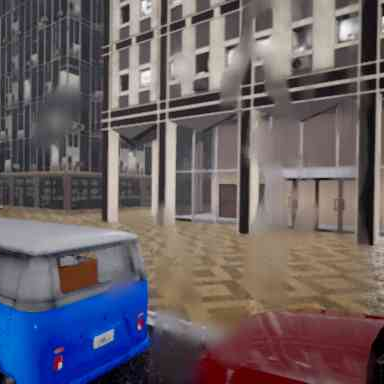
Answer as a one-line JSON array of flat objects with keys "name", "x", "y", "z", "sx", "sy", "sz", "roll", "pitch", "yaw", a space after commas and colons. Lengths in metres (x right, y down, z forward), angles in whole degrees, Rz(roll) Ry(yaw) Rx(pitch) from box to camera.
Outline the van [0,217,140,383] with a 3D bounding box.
[{"name": "van", "x": -2.442, "y": 1.309, "z": 4.605, "sx": 3.998, "sy": 1.788, "sz": 1.690, "roll": 1, "pitch": 1, "yaw": 36}]

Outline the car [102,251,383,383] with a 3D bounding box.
[{"name": "car", "x": 2.184, "y": 1.324, "z": 1.304, "sx": 5.009, "sy": 1.841, "sz": 2.192, "roll": 1, "pitch": 1, "yaw": 36}]
